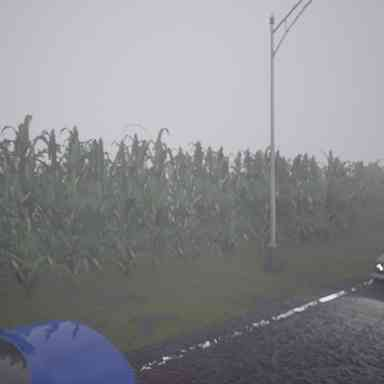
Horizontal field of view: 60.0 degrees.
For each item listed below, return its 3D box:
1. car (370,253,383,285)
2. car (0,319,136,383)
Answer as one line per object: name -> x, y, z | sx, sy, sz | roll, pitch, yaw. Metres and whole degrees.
car -> 6.445, 1.492, 8.137 | 5.357, 1.411, 2.033 | 0, 0, -38
car -> -2.556, 1.488, 1.080 | 5.008, 1.535, 1.882 | 0, 0, -38
